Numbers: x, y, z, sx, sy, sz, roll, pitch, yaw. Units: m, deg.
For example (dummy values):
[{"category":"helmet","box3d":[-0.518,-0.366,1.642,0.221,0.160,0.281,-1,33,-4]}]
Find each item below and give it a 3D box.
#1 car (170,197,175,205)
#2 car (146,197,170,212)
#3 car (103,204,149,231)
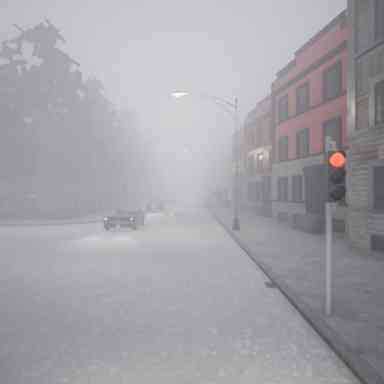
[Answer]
[{"category":"car","box3d":[-4.107,1.526,60.605,2.033,1.411,5.357,0,0,0]},{"category":"car","box3d":[-4.125,1.479,38.565,2.128,1.511,4.902,0,0,0]},{"category":"car","box3d":[-4.115,1.594,20.788,1.895,1.301,4.718,0,0,0]}]
